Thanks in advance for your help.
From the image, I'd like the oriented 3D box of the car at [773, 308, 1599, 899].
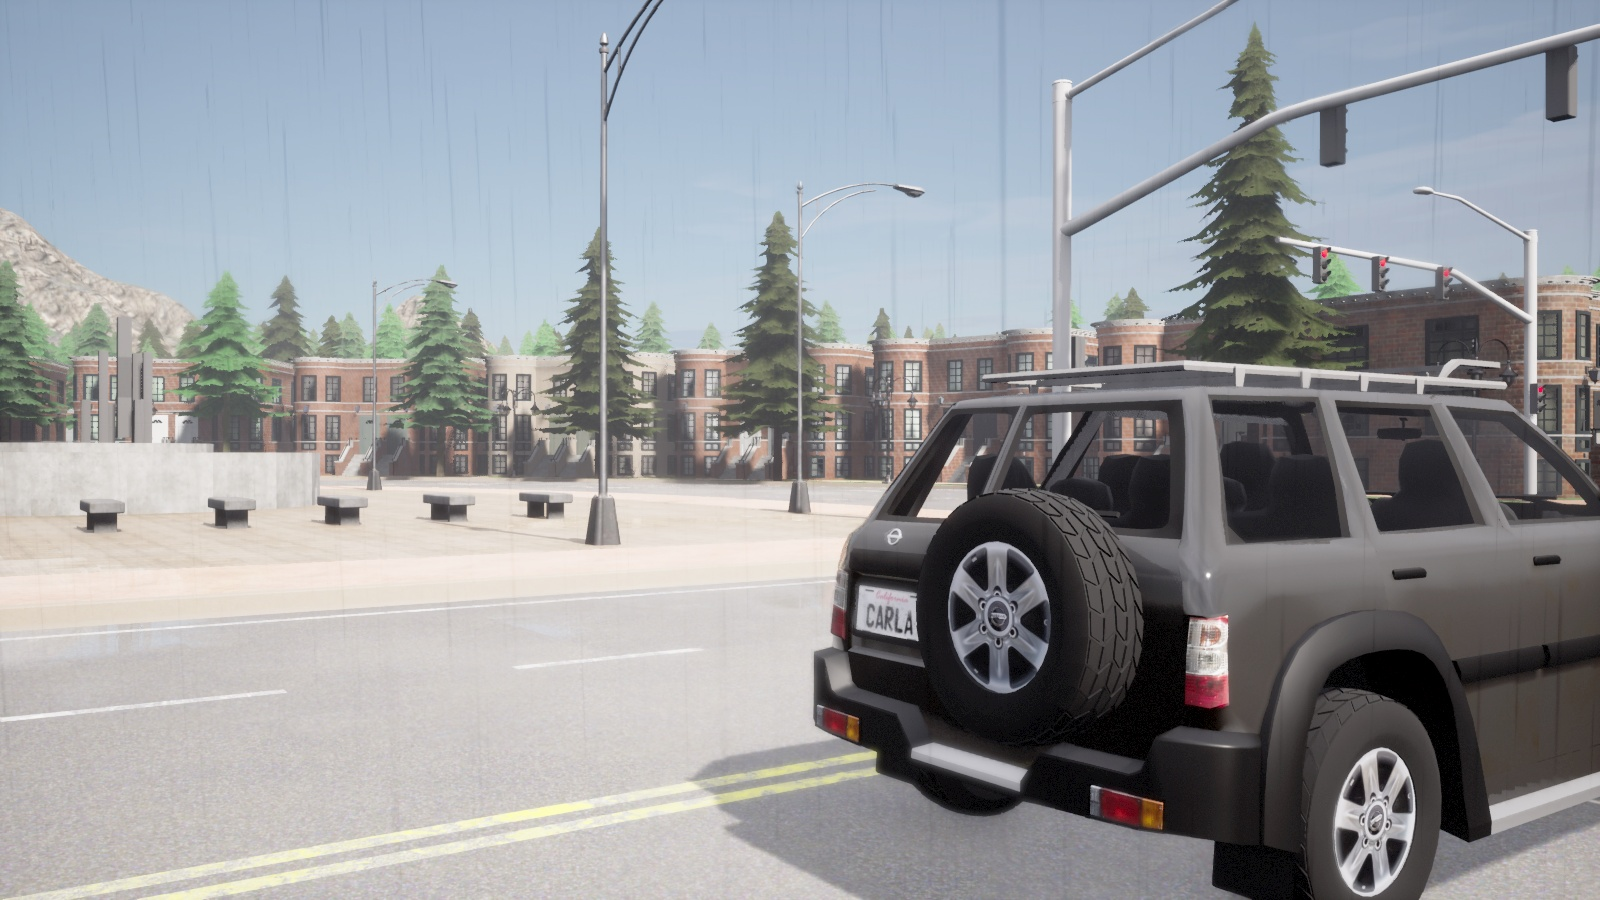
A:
[{"bbox_3d":[2.340,0.570,5.301,4.605,1.855,1.932,0,0,-35],"label":"car"}]
